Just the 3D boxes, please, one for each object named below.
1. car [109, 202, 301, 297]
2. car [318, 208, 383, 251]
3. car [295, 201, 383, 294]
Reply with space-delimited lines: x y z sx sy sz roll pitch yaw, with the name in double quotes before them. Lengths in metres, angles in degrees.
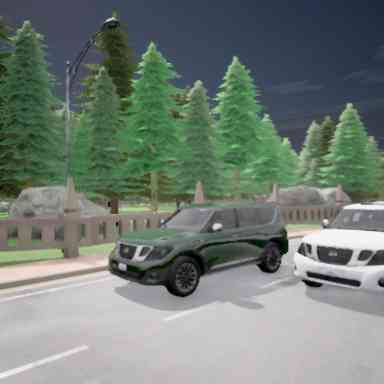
"car" 0.506 1.336 9.343 5.566 2.045 2.150 0 -1 -41
"car" 8.260 1.587 15.518 5.008 1.535 1.882 0 -1 -34
"car" 4.927 1.281 8.601 5.566 2.045 2.150 0 -1 -41
